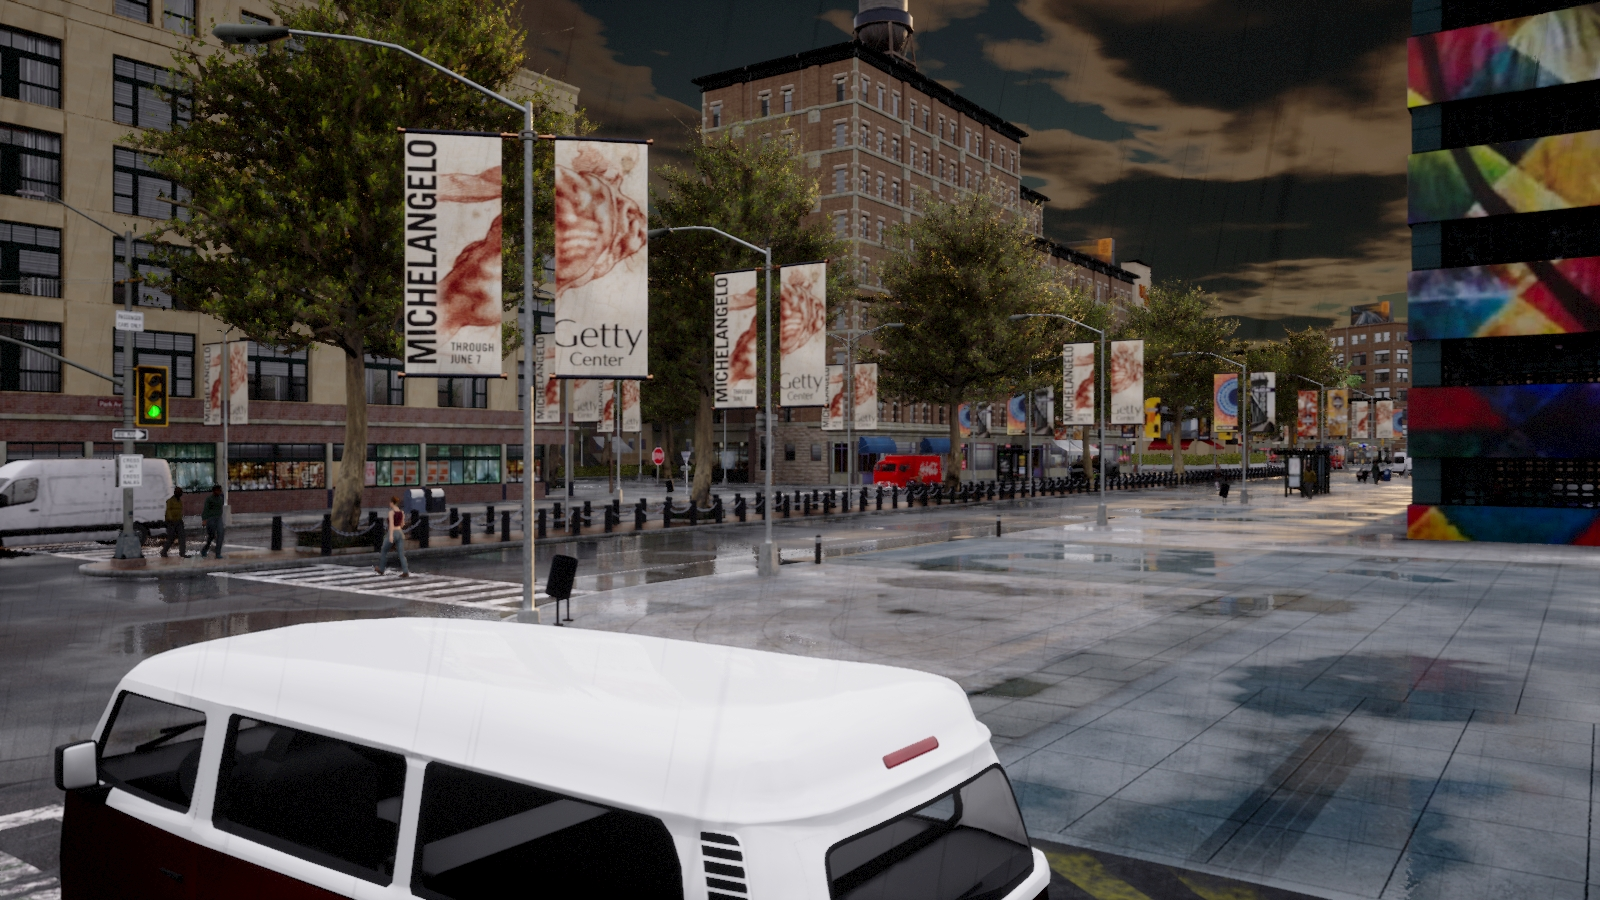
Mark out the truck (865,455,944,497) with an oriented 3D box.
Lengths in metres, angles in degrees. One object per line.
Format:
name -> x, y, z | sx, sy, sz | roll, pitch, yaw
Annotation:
truck -> 6.527, 1.573, 70.609 | 2.627, 2.467, 5.204 | 0, 0, 35

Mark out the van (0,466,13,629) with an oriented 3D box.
van -> -15.296, 1.537, 16.734 | 5.915, 2.561, 1.988 | 0, 0, -23

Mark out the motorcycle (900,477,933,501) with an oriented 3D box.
motorcycle -> 6.599, 2.174, 64.611 | 0.764, 1.277, 2.356 | 0, 0, 35

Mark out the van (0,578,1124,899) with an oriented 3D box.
van -> -1.228, 1.784, 4.679 | 4.480, 2.038, 2.069 | 0, 0, 36

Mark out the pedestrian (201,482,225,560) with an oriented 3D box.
pedestrian -> -14.227, 1.708, 27.697 | 0.375, 1.860, 0.375 | 0, 0, 27

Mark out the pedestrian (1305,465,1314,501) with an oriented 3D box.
pedestrian -> 26.520, 1.698, 59.476 | 0.375, 1.860, 0.375 | 0, 0, 36

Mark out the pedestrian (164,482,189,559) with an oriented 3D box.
pedestrian -> -15.198, 1.708, 27.856 | 0.375, 1.860, 0.375 | 0, 0, 21

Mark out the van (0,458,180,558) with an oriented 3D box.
van -> -20.801, 1.539, 31.815 | 1.988, 2.561, 5.915 | 0, 0, 37

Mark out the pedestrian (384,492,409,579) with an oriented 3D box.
pedestrian -> -8.823, 1.852, 24.991 | 0.375, 1.860, 0.375 | 0, 0, 33
